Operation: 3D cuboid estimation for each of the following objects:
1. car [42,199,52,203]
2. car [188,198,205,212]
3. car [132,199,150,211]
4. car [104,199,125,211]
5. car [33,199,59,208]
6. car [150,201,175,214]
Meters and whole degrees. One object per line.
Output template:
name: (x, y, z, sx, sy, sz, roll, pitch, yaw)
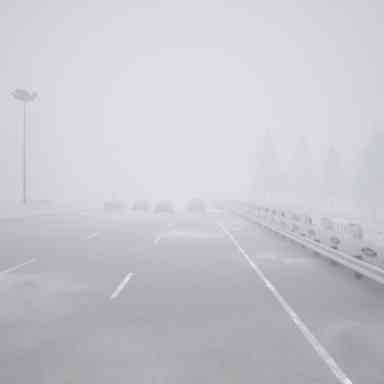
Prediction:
car: (-20.607, 1.788, 45.680, 2.033, 1.411, 5.357, 0, -1, 1)
car: (0.510, 1.563, 42.353, 2.097, 1.767, 4.553, 0, -1, 1)
car: (-6.483, 1.715, 43.138, 1.837, 1.490, 4.892, 0, -3, 1)
car: (-9.982, 1.693, 43.155, 1.882, 1.535, 5.008, 0, -2, 1)
car: (-23.964, 1.895, 54.668, 2.033, 1.411, 5.357, 0, -1, -1)
car: (-3.039, 1.699, 37.752, 2.033, 1.411, 5.357, 0, -1, 2)
